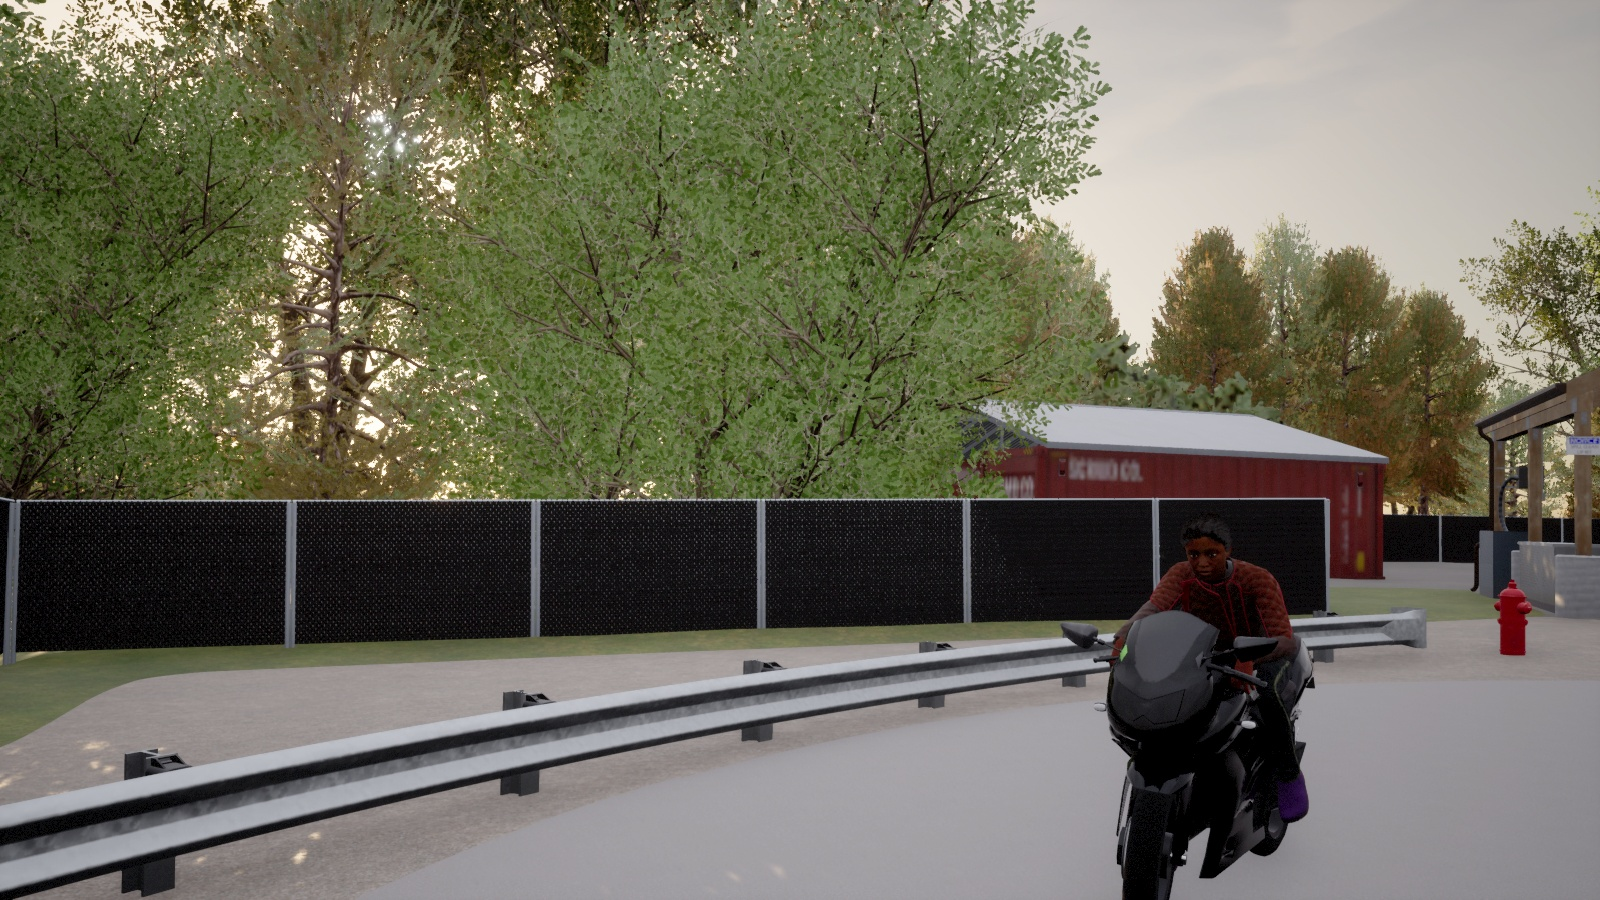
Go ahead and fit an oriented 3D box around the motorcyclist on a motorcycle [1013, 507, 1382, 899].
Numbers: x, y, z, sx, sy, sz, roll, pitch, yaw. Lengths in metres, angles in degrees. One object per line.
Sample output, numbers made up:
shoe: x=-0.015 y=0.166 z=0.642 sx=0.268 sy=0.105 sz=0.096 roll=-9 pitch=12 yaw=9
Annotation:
motorcyclist on a motorcycle: x=1.674 y=0.996 z=5.020 sx=0.797 sy=1.523 sz=2.044 roll=-1 pitch=-3 yaw=36
